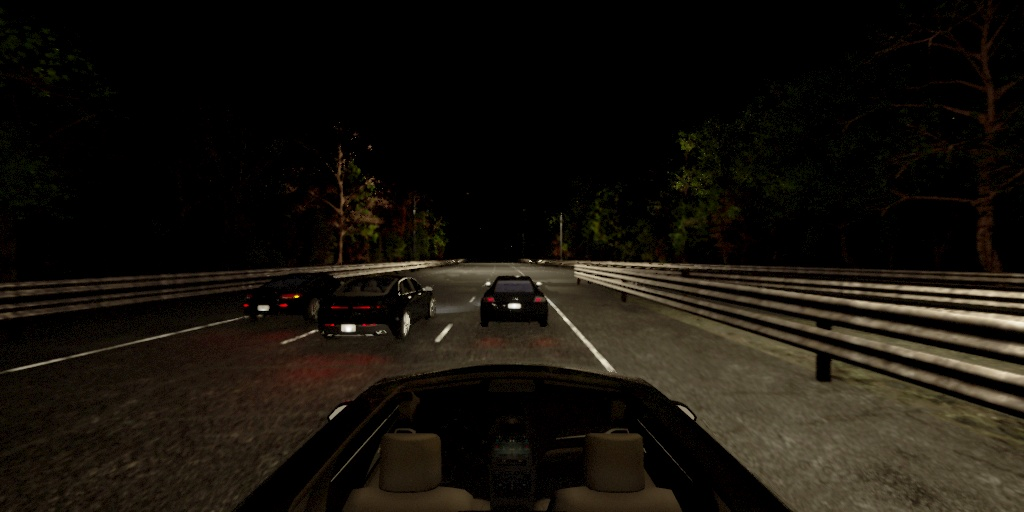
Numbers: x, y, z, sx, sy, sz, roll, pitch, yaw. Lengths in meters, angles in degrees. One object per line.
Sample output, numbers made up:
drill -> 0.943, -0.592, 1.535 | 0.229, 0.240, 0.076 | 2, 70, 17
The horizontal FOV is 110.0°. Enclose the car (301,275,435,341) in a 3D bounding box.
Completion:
car -> -3.436, 1.267, 9.926 | 1.837, 1.490, 4.892 | 0, 0, 0

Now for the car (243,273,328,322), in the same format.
car -> -6.950, 1.294, 12.308 | 1.812, 1.442, 4.674 | 0, 0, 0

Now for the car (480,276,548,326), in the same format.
car -> 0.053, 1.328, 11.724 | 1.994, 1.385, 4.181 | 0, 0, 0
